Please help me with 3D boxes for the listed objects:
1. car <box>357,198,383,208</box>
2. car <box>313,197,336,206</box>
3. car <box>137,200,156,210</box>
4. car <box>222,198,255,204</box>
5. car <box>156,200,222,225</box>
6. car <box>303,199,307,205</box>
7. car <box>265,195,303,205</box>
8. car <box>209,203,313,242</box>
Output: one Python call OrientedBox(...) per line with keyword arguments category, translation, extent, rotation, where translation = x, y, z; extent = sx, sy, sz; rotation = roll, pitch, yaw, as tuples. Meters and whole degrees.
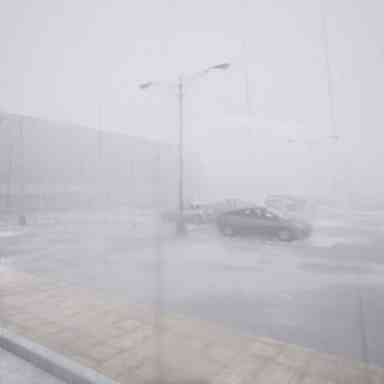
OrientedBox(category="car", translation=(27.032, 1.591, 50.037), extent=(3.806, 1.475, 1.970), rotation=(0, 0, 35))
OrientedBox(category="car", translation=(22.678, 1.594, 56.745), extent=(3.633, 1.501, 1.845), rotation=(0, 0, 35))
OrientedBox(category="car", translation=(-5.791, 1.801, 46.652), extent=(1.994, 1.385, 4.181), rotation=(0, 0, 35))
OrientedBox(category="car", translation=(3.174, 1.372, 28.549), extent=(5.027, 1.636, 2.152), rotation=(0, 0, 35))
OrientedBox(category="car", translation=(-0.254, 1.450, 23.114), extent=(3.806, 1.475, 1.970), rotation=(0, 0, 35))
OrientedBox(category="car", translation=(11.871, 1.317, 41.626), extent=(4.605, 1.855, 1.932), rotation=(0, 0, 35))
OrientedBox(category="car", translation=(10.537, 1.296, 39.013), extent=(3.866, 1.878, 1.905), rotation=(0, 0, 35))
OrientedBox(category="car", translation=(3.403, 1.502, 16.062), extent=(4.514, 1.523, 2.007), rotation=(0, 0, 35))
